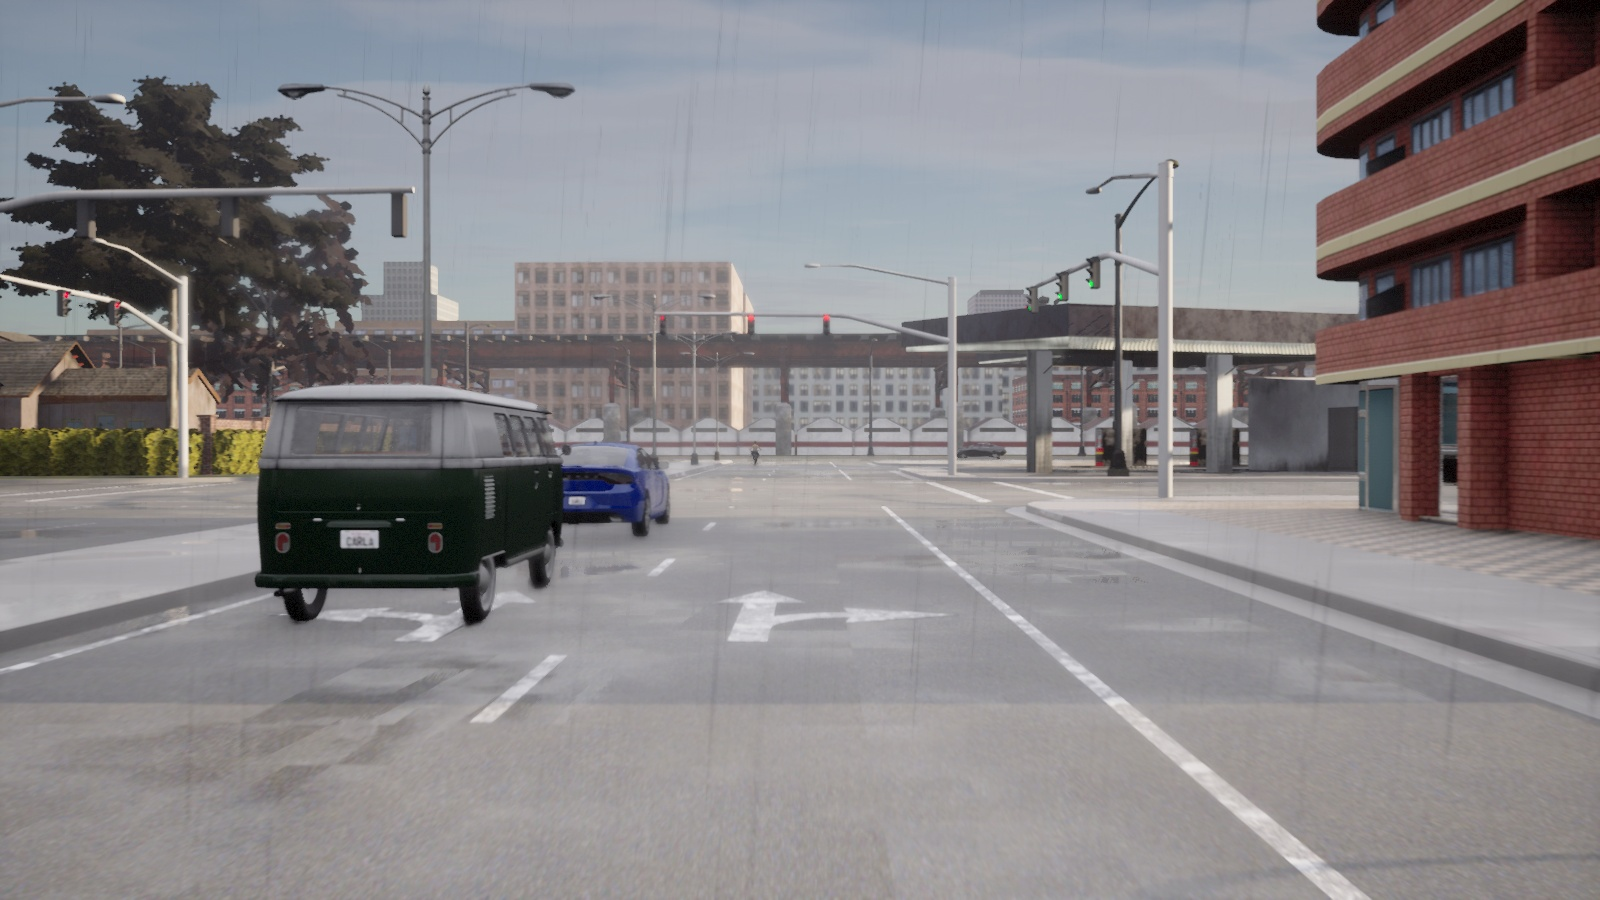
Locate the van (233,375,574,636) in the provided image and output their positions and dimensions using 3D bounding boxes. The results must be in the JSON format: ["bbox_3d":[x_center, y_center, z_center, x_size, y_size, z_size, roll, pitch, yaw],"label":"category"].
[{"bbox_3d":[-3.418,0.427,11.786,1.775,1.987,4.442,0,0,0],"label":"van"}]

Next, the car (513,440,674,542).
[{"bbox_3d":[-3.363,0.601,21.441,1.882,1.535,5.008,0,0,0],"label":"car"}]
